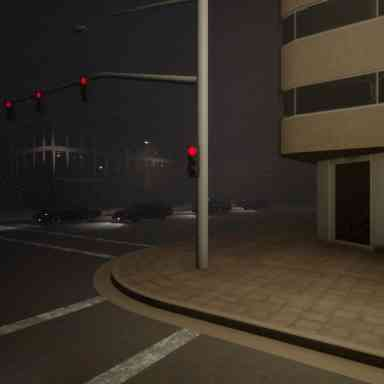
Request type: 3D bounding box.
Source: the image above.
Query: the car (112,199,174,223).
[{"bbox_3d":[-3.753,1.547,26.236,2.033,1.411,5.357,0,0,36],"label":"car"}]

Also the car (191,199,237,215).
[{"bbox_3d":[2.167,1.547,34.384,2.033,1.411,5.357,0,0,36],"label":"car"}]

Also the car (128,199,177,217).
[{"bbox_3d":[-3.724,1.505,32.229,1.837,1.490,4.892,0,0,36],"label":"car"}]

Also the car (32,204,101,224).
[{"bbox_3d":[-9.196,1.601,24.694,1.895,1.301,4.718,0,0,36],"label":"car"}]

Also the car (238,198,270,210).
[{"bbox_3d":[8.360,1.547,42.892,2.033,1.411,5.357,0,0,36],"label":"car"}]

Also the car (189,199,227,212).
[{"bbox_3d":[2.032,1.547,40.156,2.033,1.411,5.357,0,0,36],"label":"car"}]
